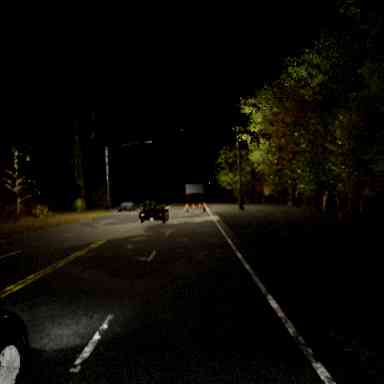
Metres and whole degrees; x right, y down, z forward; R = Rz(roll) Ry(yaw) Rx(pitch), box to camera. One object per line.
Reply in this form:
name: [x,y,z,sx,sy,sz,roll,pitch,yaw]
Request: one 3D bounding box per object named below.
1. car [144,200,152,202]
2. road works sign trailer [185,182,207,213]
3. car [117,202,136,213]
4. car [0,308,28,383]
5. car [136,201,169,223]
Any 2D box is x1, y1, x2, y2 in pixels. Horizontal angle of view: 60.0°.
car: [-6.067,1.973,46.788,1.837,1.490,4.892,-3,0,1]
road works sign trailer: [0.383,0.628,40.172,2.380,3.560,2.880,-3,0,1]
car: [-9.294,2.166,47.944,2.033,1.411,5.357,-3,0,1]
car: [-3.139,1.630,2.564,1.837,1.490,4.892,-3,-5,0]
car: [-2.862,1.670,26.079,1.895,1.301,4.718,0,0,1]
